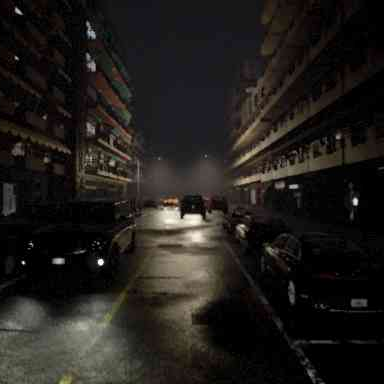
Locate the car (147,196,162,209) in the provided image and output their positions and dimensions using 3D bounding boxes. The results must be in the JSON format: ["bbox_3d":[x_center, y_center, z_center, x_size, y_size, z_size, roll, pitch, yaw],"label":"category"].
[{"bbox_3d":[-5.709,1.601,46.545,1.947,1.339,4.313,1,0,0],"label":"car"}]

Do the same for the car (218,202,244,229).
[{"bbox_3d":[2.690,1.537,18.847,1.752,1.417,4.829,1,0,0],"label":"car"}]

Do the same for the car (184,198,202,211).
[{"bbox_3d":[0.076,1.523,41.798,2.128,1.511,4.902,0,0,0],"label":"car"}]

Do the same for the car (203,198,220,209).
[{"bbox_3d":[2.671,1.585,46.517,2.008,1.369,4.403,1,0,0],"label":"car"}]

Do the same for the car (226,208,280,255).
[{"bbox_3d":[2.693,1.559,13.109,2.008,1.369,4.403,1,0,0],"label":"car"}]

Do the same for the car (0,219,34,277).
[{"bbox_3d":[-5.684,1.550,7.570,1.887,1.381,4.507,1,0,0],"label":"car"}]

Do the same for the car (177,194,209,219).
[{"bbox_3d":[0.085,1.241,29.145,2.150,2.045,5.566,0,0,0],"label":"car"}]

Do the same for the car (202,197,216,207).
[{"bbox_3d":[2.668,1.584,52.084,1.887,1.381,4.507,1,0,0],"label":"car"}]

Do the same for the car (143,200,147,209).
[{"bbox_3d":[-5.695,1.336,29.841,2.192,1.841,5.009,1,0,0],"label":"car"}]

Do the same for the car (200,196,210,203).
[{"bbox_3d":[2.657,1.622,68.788,1.947,1.339,4.313,1,0,0],"label":"car"}]

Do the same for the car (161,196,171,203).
[{"bbox_3d":[-5.727,1.645,74.384,1.802,1.307,4.206,1,0,0],"label":"car"}]

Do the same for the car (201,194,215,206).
[{"bbox_3d":[2.667,1.360,57.652,2.192,1.841,5.009,1,0,0],"label":"car"}]

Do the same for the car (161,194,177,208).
[{"bbox_3d":[-3.111,1.390,49.495,2.097,1.767,4.553,0,0,0],"label":"car"}]

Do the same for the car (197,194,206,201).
[{"bbox_3d":[2.645,1.395,91.061,2.192,1.841,5.009,1,0,0],"label":"car"}]

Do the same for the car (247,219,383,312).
[{"bbox_3d":[2.696,1.555,7.542,2.008,1.369,4.403,1,0,0],"label":"car"}]

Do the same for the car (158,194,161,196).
[{"bbox_3d":[-5.717,1.366,63.248,2.192,1.841,5.009,1,0,0],"label":"car"}]

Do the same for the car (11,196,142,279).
[{"bbox_3d":[-3.112,1.227,10.416,2.150,2.045,5.566,0,0,-1],"label":"car"}]

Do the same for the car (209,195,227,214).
[{"bbox_3d":[2.682,1.340,35.381,2.192,1.841,5.009,1,0,0],"label":"car"}]

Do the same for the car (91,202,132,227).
[{"bbox_3d":[-5.694,1.542,24.103,1.752,1.417,4.829,1,0,0],"label":"car"}]
